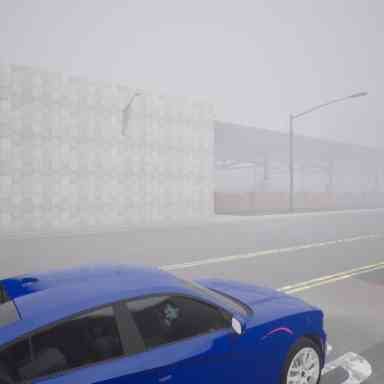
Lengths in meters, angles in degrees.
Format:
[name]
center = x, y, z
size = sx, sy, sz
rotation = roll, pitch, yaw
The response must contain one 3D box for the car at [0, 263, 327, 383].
[car]
center = -0.683, 1.478, 3.262
size = 5.008, 1.535, 1.882
rotation = 0, 0, -36
